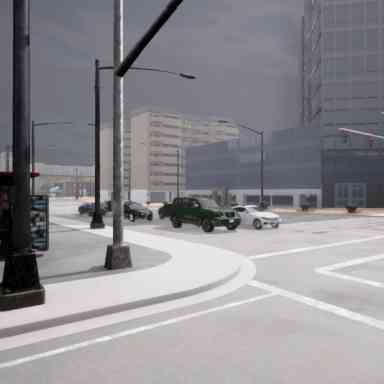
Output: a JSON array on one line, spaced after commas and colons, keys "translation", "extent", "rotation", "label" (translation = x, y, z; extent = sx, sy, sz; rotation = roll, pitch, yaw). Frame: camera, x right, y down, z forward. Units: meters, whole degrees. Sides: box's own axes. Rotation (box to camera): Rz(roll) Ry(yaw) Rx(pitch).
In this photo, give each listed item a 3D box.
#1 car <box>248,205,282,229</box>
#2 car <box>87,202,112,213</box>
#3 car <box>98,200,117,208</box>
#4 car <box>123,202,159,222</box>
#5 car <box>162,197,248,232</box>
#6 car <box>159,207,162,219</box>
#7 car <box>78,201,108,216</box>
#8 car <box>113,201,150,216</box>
[{"translation": [3.908, 1.635, 22.695], "extent": [1.812, 1.442, 4.674], "rotation": [0, -1, -35], "label": "car"}, {"translation": [-12.734, 2.060, 45.719], "extent": [1.994, 1.385, 4.181], "rotation": [0, -1, -35], "label": "car"}, {"translation": [-15.830, 2.280, 62.162], "extent": [1.994, 1.385, 4.181], "rotation": [0, -1, -36], "label": "car"}, {"translation": [-5.165, 1.741, 29.264], "extent": [1.837, 1.490, 4.892], "rotation": [0, -1, -36], "label": "car"}, {"translation": [0.641, 1.335, 21.264], "extent": [2.150, 2.045, 5.566], "rotation": [0, -1, -36], "label": "car"}, {"translation": [-1.391, 1.740, 30.083], "extent": [1.812, 1.442, 4.674], "rotation": [0, -1, -36], "label": "car"}, {"translation": [-11.411, 1.939, 37.880], "extent": [2.033, 1.411, 5.357], "rotation": [0, -1, -36], "label": "car"}, {"translation": [-6.903, 1.841, 37.626], "extent": [2.128, 1.511, 4.902], "rotation": [0, -1, -36], "label": "car"}]
